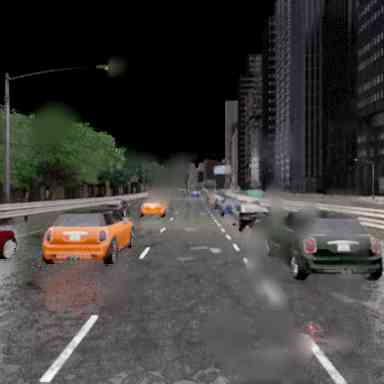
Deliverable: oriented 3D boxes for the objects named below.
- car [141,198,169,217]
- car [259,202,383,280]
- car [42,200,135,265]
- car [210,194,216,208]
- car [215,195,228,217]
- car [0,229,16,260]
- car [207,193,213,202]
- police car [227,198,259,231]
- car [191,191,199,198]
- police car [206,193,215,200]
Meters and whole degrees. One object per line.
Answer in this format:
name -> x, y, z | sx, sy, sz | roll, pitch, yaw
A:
car -> -3.287, 1.296, 30.180 | 2.097, 1.767, 4.553 | 0, 0, 0
car -> 3.620, 1.339, 10.057 | 2.097, 1.767, 4.553 | 0, 0, 0
car -> -3.378, 1.335, 11.755 | 2.097, 1.767, 4.553 | 0, 0, 0
car -> 3.708, 1.421, 42.168 | 1.837, 1.490, 4.892 | 0, 0, 1
car -> 3.617, 1.295, 31.168 | 2.097, 1.767, 4.553 | 0, 0, 0
car -> -6.885, 1.465, 9.268 | 1.882, 1.535, 5.008 | 0, 0, 0
car -> 3.823, 1.297, 53.131 | 1.882, 1.535, 5.008 | 0, 1, 1
police car -> 3.553, 1.391, 20.337 | 1.930, 1.638, 5.238 | 0, 0, 0
car -> 0.779, 0.672, 84.237 | 1.882, 1.535, 5.008 | 0, 1, 1
police car -> 4.132, 1.008, 75.070 | 2.038, 1.542, 4.974 | 0, 1, 1
